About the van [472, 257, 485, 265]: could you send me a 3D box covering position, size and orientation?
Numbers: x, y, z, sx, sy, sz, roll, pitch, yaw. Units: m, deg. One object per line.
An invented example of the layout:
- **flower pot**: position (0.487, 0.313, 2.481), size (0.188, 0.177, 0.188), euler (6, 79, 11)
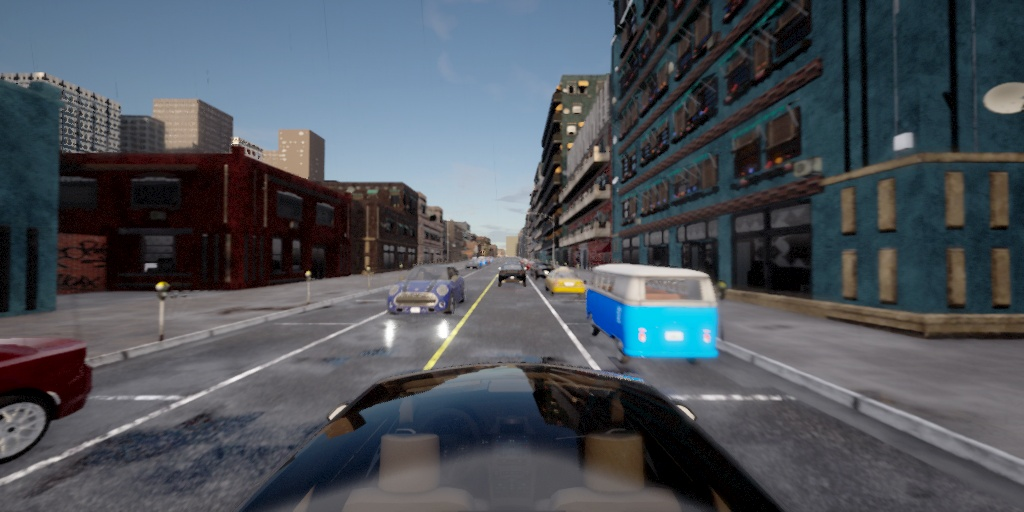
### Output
- **van**: position (-5.713, 1.068, 57.993), size (1.690, 1.789, 3.998), euler (0, 0, 0)

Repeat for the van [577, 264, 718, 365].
- **van**: position (2.689, 1.092, 7.811), size (1.690, 1.789, 3.998), euler (0, 0, 0)

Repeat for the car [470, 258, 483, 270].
- **car**: position (-5.711, 1.298, 52.412), size (1.948, 1.339, 4.313), euler (0, 0, 0)

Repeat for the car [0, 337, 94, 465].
- **car**: position (-5.690, 1.295, 2.190), size (1.888, 1.381, 4.507), euler (0, 0, 0)

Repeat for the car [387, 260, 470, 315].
- **car**: position (-3.031, 1.103, 13.542), size (2.097, 1.767, 4.553), euler (0, 0, 0)

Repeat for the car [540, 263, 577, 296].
- **car**: position (2.684, 1.277, 19.141), size (1.751, 1.417, 4.829), euler (0, 0, 0)

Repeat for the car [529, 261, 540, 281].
- **car**: position (2.679, 1.314, 30.134), size (1.948, 1.339, 4.313), euler (0, 0, 0)

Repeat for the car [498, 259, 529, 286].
- **car**: position (0.040, 1.227, 25.471), size (1.882, 1.535, 5.008), euler (0, 0, 0)
